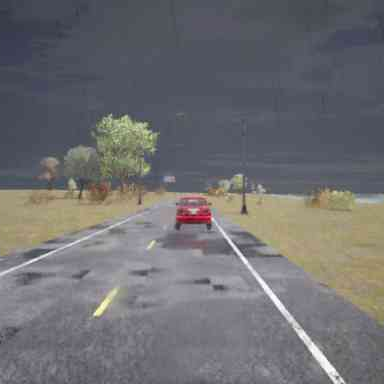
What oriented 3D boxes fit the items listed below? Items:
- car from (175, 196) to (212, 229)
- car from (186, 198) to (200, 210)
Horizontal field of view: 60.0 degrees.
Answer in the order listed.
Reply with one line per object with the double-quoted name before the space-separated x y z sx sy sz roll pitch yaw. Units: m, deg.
"car" 0.095 1.261 21.806 2.150 2.045 5.566 0 0 0
"car" 0.092 1.597 45.196 1.812 1.442 4.674 0 0 0
